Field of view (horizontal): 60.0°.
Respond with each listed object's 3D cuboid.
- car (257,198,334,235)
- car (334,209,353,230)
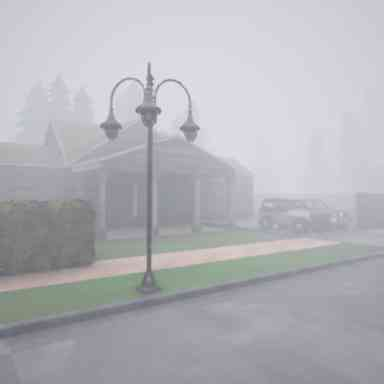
[{"bbox_3d":[5.502,1.315,18.700,1.905,1.878,3.866,1,0,-35],"label":"car"},{"bbox_3d":[7.327,1.337,20.473,1.932,1.855,4.605,1,0,-35],"label":"car"}]
